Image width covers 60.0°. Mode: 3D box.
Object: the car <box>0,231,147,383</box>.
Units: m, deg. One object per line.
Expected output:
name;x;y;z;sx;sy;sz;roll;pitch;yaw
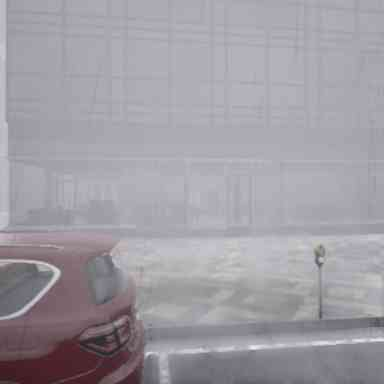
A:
car;-2.940;1.359;3.210;5.009;1.841;2.192;0;-1;-7
